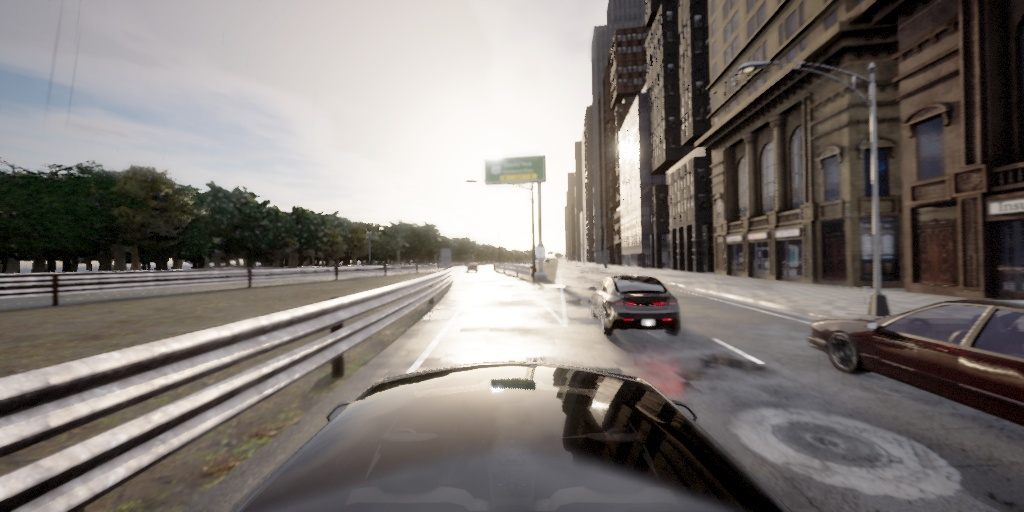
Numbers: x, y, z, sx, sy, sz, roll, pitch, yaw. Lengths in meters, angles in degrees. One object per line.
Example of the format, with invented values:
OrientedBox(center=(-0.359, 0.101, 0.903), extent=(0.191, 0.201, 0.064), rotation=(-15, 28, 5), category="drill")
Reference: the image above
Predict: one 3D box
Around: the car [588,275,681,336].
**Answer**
OrientedBox(center=(3.437, 1.311, 10.642), extent=(1.837, 1.490, 4.892), rotation=(-1, -1, 7), category="car")

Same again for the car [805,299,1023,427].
OrientedBox(center=(6.133, 1.219, 4.193), extent=(2.033, 1.411, 5.357), rotation=(-1, -1, 7), category="car")

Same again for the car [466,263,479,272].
OrientedBox(center=(-6.589, 1.938, 60.042), extent=(1.837, 1.490, 4.892), rotation=(-1, -1, -8), category="car")
